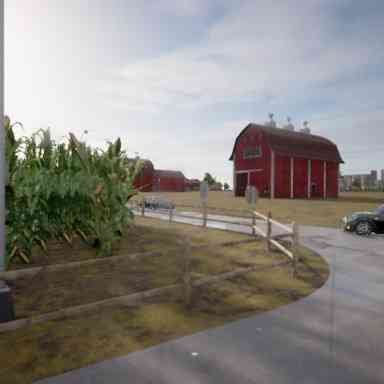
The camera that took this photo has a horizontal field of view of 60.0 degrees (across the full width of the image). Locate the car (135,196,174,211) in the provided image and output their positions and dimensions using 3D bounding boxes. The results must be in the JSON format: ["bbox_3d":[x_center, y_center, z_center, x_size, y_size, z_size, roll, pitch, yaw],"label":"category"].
[{"bbox_3d":[-3.829,1.098,33.872,2.033,1.411,5.357,1,1,-36],"label":"car"}]

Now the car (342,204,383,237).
[{"bbox_3d":[9.927,1.316,16.416,4.553,1.767,2.097,1,0,20],"label":"car"}]
